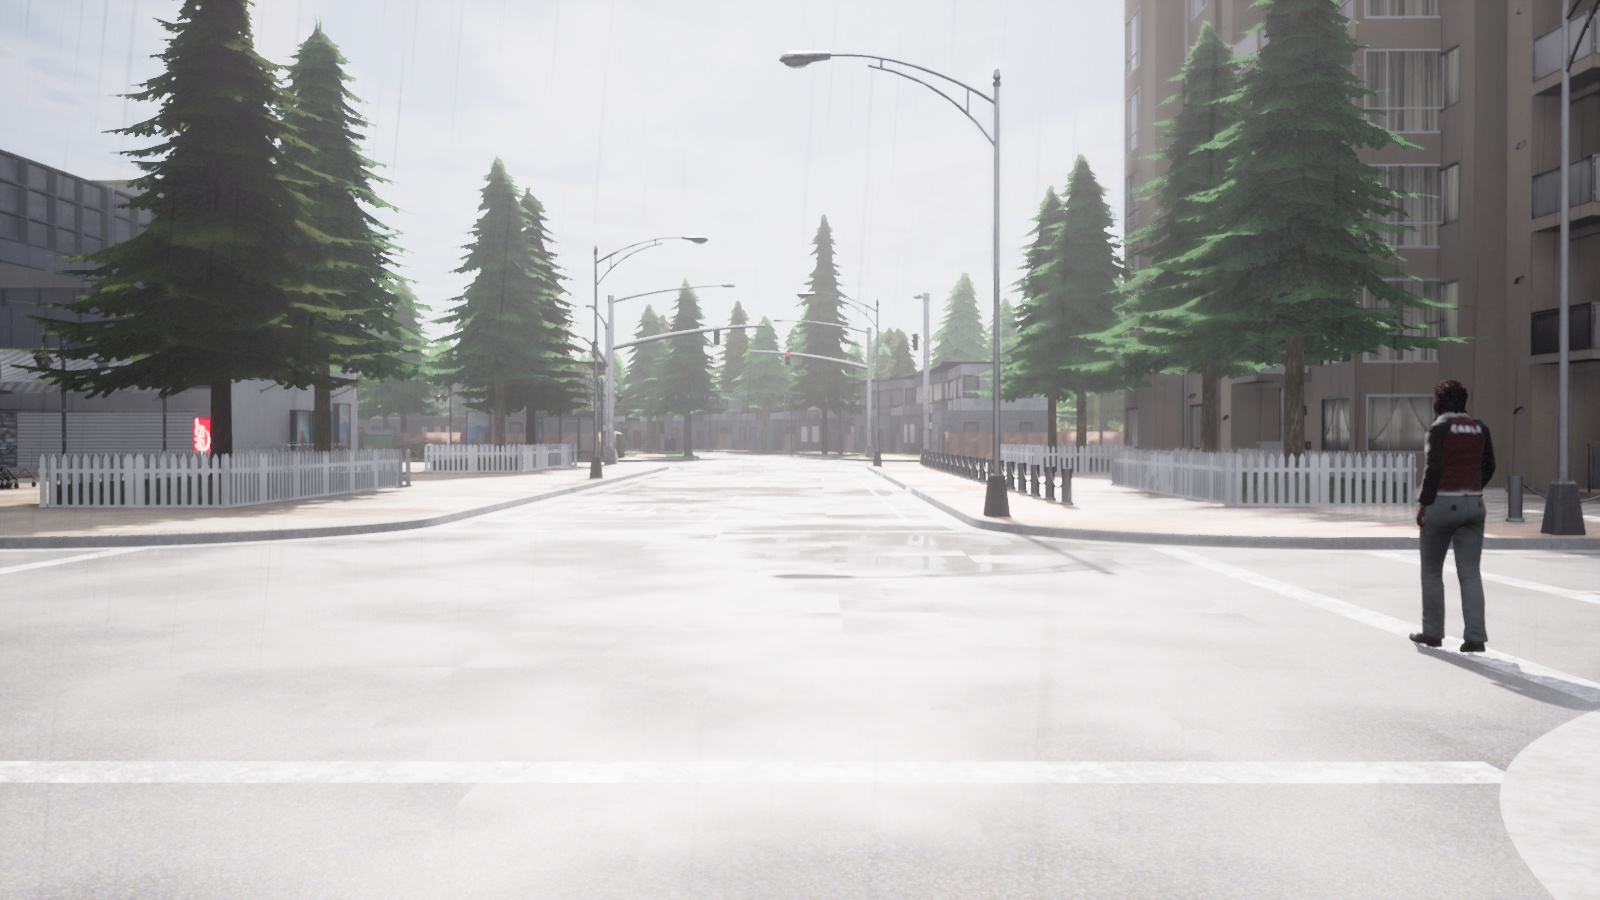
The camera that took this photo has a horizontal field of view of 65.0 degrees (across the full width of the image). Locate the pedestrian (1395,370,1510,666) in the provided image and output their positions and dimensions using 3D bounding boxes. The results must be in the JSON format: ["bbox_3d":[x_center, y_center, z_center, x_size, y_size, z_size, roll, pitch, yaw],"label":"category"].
[{"bbox_3d":[4.402,0.439,8.501,0.402,1.930,0.666,0,1,-3],"label":"pedestrian"}]

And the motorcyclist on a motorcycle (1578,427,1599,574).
[{"bbox_3d":[9.579,0.546,13.551,1.817,1.590,0.866,0,1,0],"label":"motorcyclist on a motorcycle"}]
